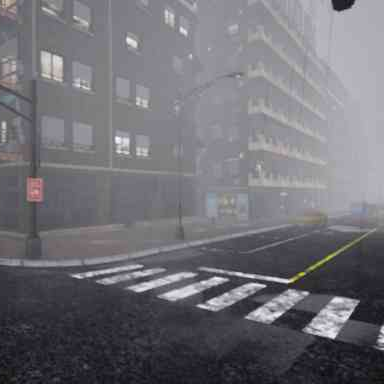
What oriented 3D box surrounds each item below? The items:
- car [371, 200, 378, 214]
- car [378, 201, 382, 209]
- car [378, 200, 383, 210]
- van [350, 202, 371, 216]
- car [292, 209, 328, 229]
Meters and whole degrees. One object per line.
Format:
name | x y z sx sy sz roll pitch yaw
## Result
car | 25.380 2.344 48.628 1.967 1.590 4.097 -2 -2 35
car | 28.629 2.537 53.248 1.887 1.381 4.507 -2 -2 35
car | 35.121 2.484 62.500 2.192 1.841 5.009 -2 -2 35
van | 22.132 2.157 44.007 1.690 1.788 3.998 -2 -2 35
car | 9.048 1.987 25.372 1.752 1.417 4.829 -2 -2 35
